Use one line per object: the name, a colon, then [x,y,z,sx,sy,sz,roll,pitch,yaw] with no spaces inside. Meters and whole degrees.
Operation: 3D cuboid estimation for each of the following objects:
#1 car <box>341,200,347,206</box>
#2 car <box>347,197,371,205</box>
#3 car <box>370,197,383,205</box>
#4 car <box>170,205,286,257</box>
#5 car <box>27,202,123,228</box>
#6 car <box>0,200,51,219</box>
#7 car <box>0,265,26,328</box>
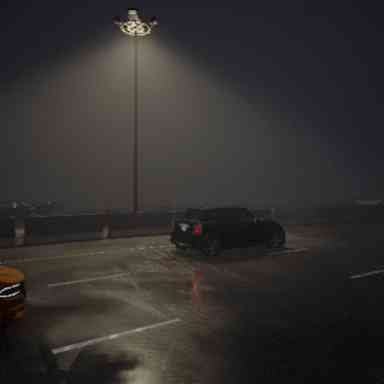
car: [23.376,1.436,47.005,4.674,1.442,1.812,0,0,-20]
car: [22.938,1.444,43.131,4.674,1.442,1.812,0,0,-20]
car: [24.351,1.431,39.912,4.892,1.490,1.837,0,0,-20]
car: [1.509,1.324,12.949,4.553,1.767,2.097,0,0,-32]
car: [-6.836,1.499,20.372,5.357,1.411,2.033,0,0,-33]
car: [-13.378,1.431,24.363,4.902,1.511,2.128,0,0,-34]
car: [-4.978,1.465,4.410,5.008,1.535,1.882,0,0,-36]
